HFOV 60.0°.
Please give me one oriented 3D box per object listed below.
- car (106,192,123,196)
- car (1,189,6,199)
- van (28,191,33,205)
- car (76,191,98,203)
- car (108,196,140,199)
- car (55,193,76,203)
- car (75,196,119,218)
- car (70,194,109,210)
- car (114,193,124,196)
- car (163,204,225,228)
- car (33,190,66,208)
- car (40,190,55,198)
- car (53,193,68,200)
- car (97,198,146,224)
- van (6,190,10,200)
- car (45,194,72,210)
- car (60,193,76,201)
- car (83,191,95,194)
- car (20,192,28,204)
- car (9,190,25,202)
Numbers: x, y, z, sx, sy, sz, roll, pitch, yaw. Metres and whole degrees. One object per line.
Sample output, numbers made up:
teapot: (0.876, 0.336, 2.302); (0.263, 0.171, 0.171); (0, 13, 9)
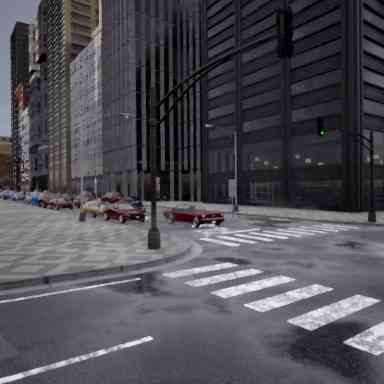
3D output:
car: (-11.245, 0.897, 47.253); (2.192, 1.841, 5.009); (0, 1, -36)
car: (-37.947, 0.663, 69.586); (2.192, 1.841, 5.009); (0, 1, -36)
van: (-21.450, 0.969, 46.810); (1.690, 1.788, 3.998); (0, 1, -36)
car: (-17.843, 0.792, 56.363); (2.192, 1.841, 5.009); (0, 1, -36)
car: (-5.773, 1.361, 29.872); (1.994, 1.385, 4.181); (-1, 1, -35)
car: (-21.865, 0.968, 57.356); (2.128, 1.511, 4.902); (-1, 1, -36)
car: (-8.154, 1.352, 28.452); (1.752, 1.417, 4.829); (0, 1, -36)
car: (-11.916, 1.256, 38.336); (2.033, 1.411, 5.357); (-1, 1, -37)
car: (-7.946, 1.198, 42.700); (1.947, 1.339, 4.313); (0, 1, -36)
car: (0.057, 1.478, 21.768); (1.895, 1.301, 4.718); (-1, 1, -35)
car: (-18.151, 0.994, 42.254); (2.192, 1.841, 5.009); (0, 1, -36)
car: (-34.339, 0.508, 79.138); (2.192, 1.841, 5.009); (0, 1, -36)
car: (-27.742, 0.853, 70.030); (1.887, 1.381, 4.507); (0, 1, -36)
car: (-4.954, 1.415, 24.035); (1.887, 1.381, 4.507); (0, 1, -36)
van: (-34.647, 0.746, 65.031); (1.690, 1.788, 3.998); (0, 1, -36)
car: (-14.852, 1.274, 37.701); (1.887, 1.381, 4.507); (0, 1, -36)
car: (-24.442, 0.947, 65.476); (1.802, 1.307, 4.206); (0, 1, -36)
car: (-15.863, 1.065, 49.154); (2.128, 1.511, 4.902); (-1, 1, -35)
car: (-24.751, 1.125, 51.367); (2.008, 1.369, 4.403); (0, 1, -36)
car: (-31.349, 0.902, 60.477); (1.967, 1.590, 4.097); (0, 1, -36)
